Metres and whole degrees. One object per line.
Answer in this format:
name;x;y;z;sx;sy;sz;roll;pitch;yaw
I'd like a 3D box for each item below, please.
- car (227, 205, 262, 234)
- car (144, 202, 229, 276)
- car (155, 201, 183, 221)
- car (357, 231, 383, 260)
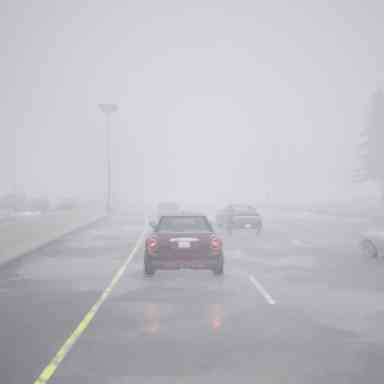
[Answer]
car;2.569;1.466;18.993;2.128;1.511;4.902;0;0;-5
car;-0.296;1.342;10.489;2.097;1.767;4.553;0;0;-3
car;-2.089;1.524;28.696;2.033;1.411;5.357;0;0;-8
car;6.787;1.575;9.485;1.895;1.301;4.718;0;0;-3
